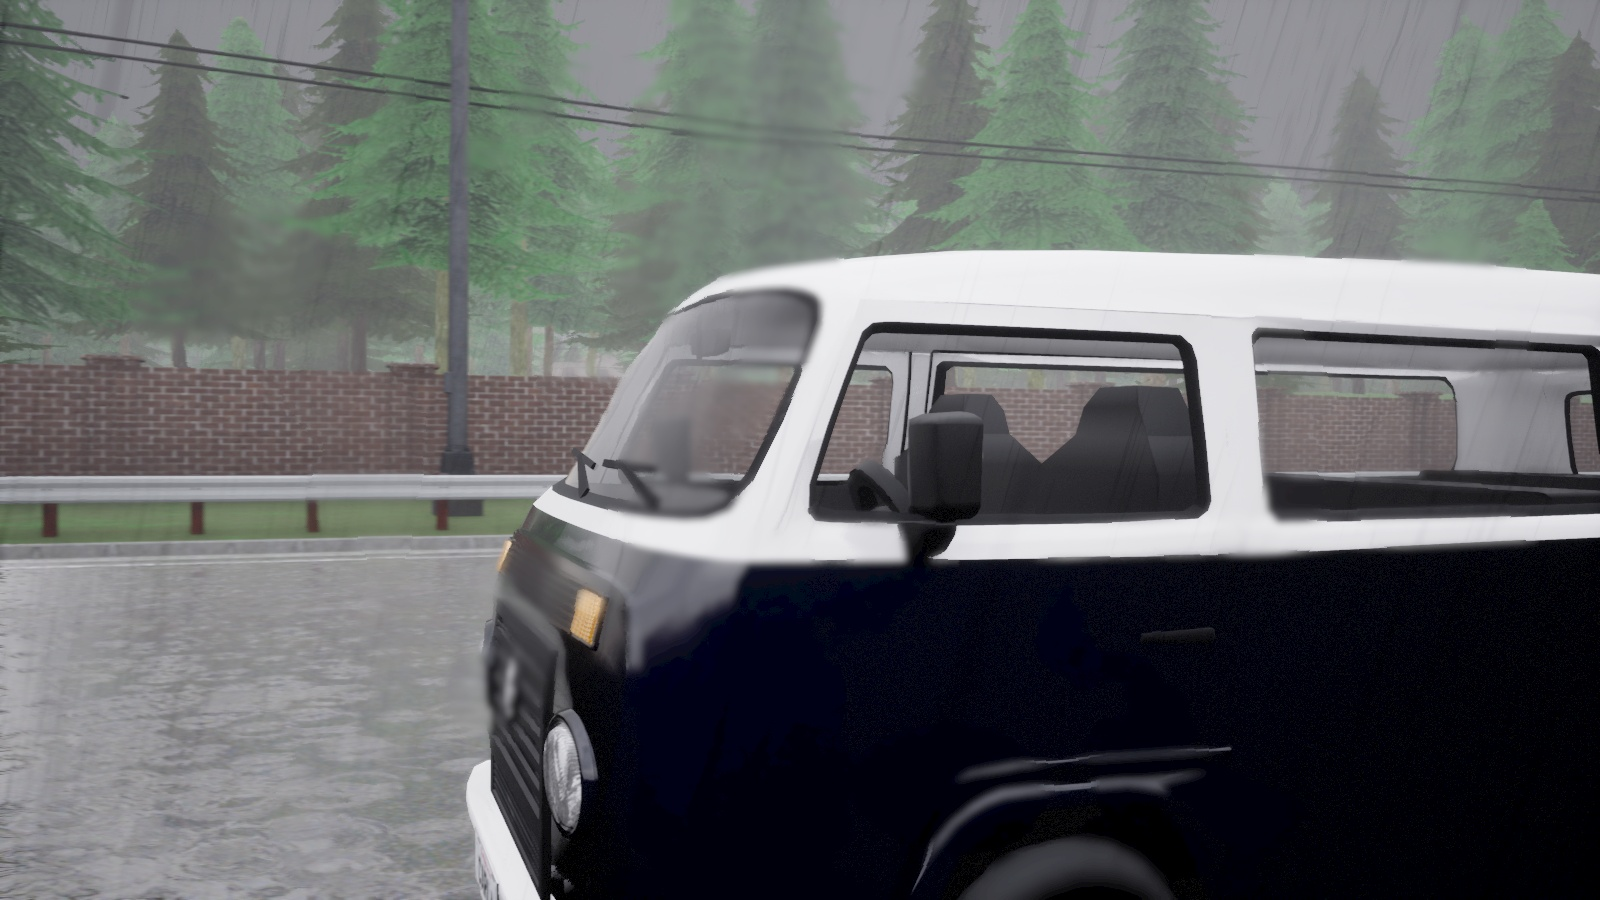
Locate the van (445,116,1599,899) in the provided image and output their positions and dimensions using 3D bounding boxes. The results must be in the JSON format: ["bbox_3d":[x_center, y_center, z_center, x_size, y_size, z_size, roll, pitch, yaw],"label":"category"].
[{"bbox_3d":[1.368,0.446,3.755,4.480,2.038,2.069,-1,1,-21],"label":"van"}]
